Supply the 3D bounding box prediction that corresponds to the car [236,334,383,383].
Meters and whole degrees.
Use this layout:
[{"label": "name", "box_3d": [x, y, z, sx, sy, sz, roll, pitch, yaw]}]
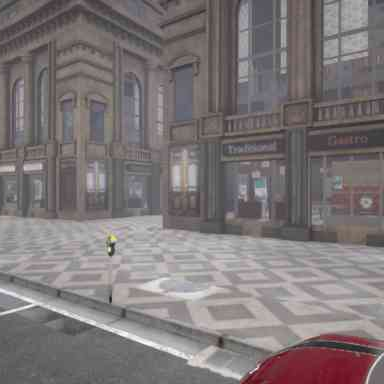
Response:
[{"label": "car", "box_3d": [1.966, 1.440, 1.554, 4.097, 1.590, 1.967, 0, 0, 36]}]
